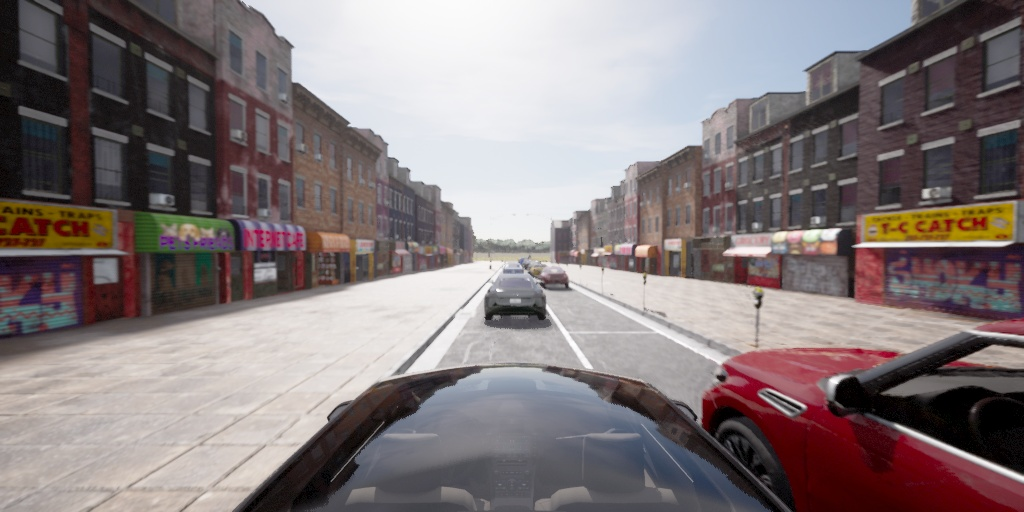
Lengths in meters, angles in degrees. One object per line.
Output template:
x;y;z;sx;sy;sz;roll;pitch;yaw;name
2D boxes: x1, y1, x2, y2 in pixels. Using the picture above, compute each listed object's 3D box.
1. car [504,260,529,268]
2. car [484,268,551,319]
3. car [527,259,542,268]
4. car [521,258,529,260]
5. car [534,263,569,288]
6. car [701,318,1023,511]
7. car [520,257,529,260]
0.105;1.284;30.493;2.033;1.411;5.357;0;0;0;car
0.102;1.309;12.744;1.994;1.385;4.181;0;0;0;car
2.642;1.260;34.352;1.751;1.417;4.829;0;0;0;car
2.645;1.296;50.779;1.948;1.339;4.313;0;0;0;car
2.640;1.321;23.117;1.802;1.307;4.207;0;0;0;car
2.637;1.065;0.987;2.192;1.841;5.009;0;0;0;car
2.646;1.294;56.311;1.948;1.339;4.313;0;0;0;car
